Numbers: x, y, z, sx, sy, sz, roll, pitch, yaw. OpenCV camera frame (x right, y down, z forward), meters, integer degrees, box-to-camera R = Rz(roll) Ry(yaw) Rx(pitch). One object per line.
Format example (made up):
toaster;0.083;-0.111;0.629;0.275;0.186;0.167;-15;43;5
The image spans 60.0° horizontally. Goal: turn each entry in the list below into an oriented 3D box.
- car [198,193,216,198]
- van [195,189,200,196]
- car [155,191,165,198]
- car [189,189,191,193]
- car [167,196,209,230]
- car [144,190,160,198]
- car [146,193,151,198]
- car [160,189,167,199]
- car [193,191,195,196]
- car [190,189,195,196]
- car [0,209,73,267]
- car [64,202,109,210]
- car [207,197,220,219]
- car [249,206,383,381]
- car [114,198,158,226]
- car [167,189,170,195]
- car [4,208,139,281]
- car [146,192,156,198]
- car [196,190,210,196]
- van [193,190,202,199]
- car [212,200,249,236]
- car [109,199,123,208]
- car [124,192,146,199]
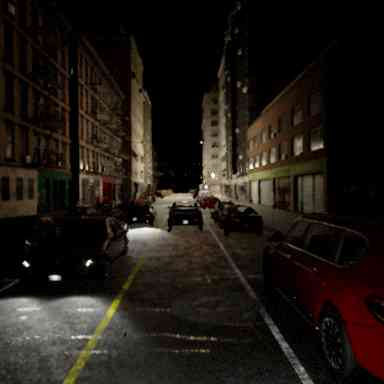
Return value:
car;1.922;1.074;33.664;1.887;1.381;4.507;-1;1;-1
van;1.669;0.720;45.015;1.690;1.788;3.998;-1;1;-1
car;-6.989;0.611;73.057;1.752;1.417;4.829;-1;1;-1
car;1.041;0.314;73.399;2.192;1.841;5.009;-1;1;-1
car;-0.392;1.241;19.010;2.128;1.511;4.902;-1;1;-1
car;-6.488;0.703;50.519;2.192;1.841;5.009;-1;1;-1
car;-6.233;1.120;39.170;1.802;1.307;4.206;-1;1;-1
car;-6.868;0.474;67.548;2.192;1.841;5.009;-1;1;-1
car;1.545;0.854;50.695;2.008;1.369;4.403;-1;1;-1
car;1.292;0.467;62.045;2.192;1.841;5.009;-1;1;-1
car;-5.601;1.478;10.787;1.947;1.339;4.313;-1;1;-1
car;-5.728;1.383;16.463;1.887;1.381;4.507;-1;1;-1
car;2.173;1.261;22.310;1.802;1.307;4.206;-1;1;-1
car;2.547;1.218;5.275;2.192;1.841;5.009;-1;1;-1
car;-3.265;1.318;20.835;1.994;1.385;4.181;-1;1;-1
car;-7.121;0.321;78.901;2.192;1.841;5.009;-1;1;-1
car;-3.048;1.446;9.873;2.033;1.411;5.357;-1;1;-2
car;-6.360;1.029;44.846;1.947;1.339;4.313;-1;1;-1
car;1.795;0.894;39.339;1.967;1.590;4.097;-1;1;-1
van;1.167;0.416;67.723;1.690;1.788;3.998;-1;1;-1
car;2.298;1.299;16.632;1.887;1.381;4.507;-1;1;-1
car;-5.854;1.345;22.140;1.802;1.307;4.206;-1;1;-1
car;-6.108;1.053;33.491;1.967;1.590;4.097;-1;1;-1
